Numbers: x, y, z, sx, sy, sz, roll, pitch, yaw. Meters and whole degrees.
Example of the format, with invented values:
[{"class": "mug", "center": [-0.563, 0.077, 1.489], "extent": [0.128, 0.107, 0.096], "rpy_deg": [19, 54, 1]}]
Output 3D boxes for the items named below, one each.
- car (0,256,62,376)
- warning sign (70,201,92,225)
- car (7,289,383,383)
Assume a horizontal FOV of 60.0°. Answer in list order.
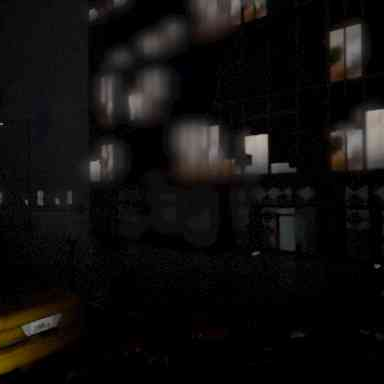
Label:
[{"class": "car", "center": [-3.679, 1.591, 5.343], "extent": [4.829, 1.417, 1.752], "rpy_deg": [-1, 0, 35]}, {"class": "warning sign", "center": [-9.094, 1.708, 27.256], "extent": [1.300, 1.860, 1.060], "rpy_deg": [1, 0, 33]}, {"class": "car", "center": [0.979, 1.548, 2.021], "extent": [4.507, 1.381, 1.887], "rpy_deg": [-1, 0, 35]}]
